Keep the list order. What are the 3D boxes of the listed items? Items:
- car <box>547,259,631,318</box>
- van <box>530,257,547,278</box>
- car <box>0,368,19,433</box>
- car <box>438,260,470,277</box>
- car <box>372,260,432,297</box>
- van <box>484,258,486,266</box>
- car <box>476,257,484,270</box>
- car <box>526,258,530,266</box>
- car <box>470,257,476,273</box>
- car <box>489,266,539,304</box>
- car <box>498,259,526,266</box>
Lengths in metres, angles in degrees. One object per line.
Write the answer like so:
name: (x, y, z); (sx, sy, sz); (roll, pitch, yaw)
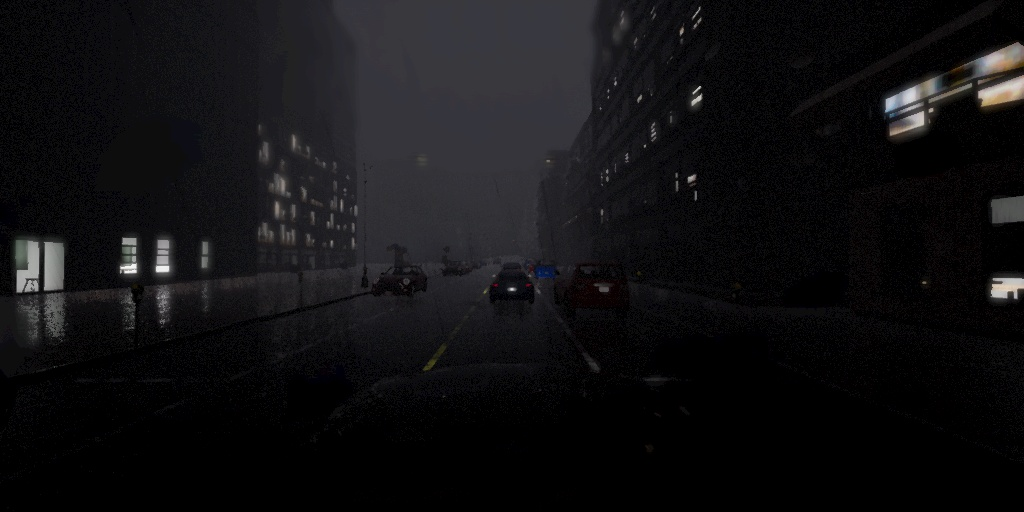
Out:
car: (2.691, 1.064, 12.920); (2.192, 1.841, 5.009); (0, 0, 0)
van: (2.691, 1.089, 29.859); (1.690, 1.789, 3.998); (0, 0, 0)
car: (-5.690, 1.298, 1.599); (2.007, 1.370, 4.403); (0, 0, 0)
car: (-5.662, 1.185, 35.474); (1.967, 1.591, 4.097); (0, 0, 0)
car: (-5.693, 1.189, 18.536); (1.967, 1.591, 4.097); (0, 0, 0)
van: (-5.657, 1.068, 58.058); (1.690, 1.789, 3.998); (0, 0, 0)
car: (-5.656, 1.278, 52.412); (1.888, 1.381, 4.507); (0, 0, 0)
car: (2.692, 1.288, 41.154); (1.888, 1.381, 4.507); (0, 0, 0)
car: (-5.657, 1.182, 41.121); (1.967, 1.591, 4.097); (0, 0, 0)
car: (0.000, 1.323, 16.499); (1.994, 1.385, 4.181); (0, 0, 0)
car: (0.000, 1.233, 31.500); (1.882, 1.535, 5.008); (0, 0, 0)
